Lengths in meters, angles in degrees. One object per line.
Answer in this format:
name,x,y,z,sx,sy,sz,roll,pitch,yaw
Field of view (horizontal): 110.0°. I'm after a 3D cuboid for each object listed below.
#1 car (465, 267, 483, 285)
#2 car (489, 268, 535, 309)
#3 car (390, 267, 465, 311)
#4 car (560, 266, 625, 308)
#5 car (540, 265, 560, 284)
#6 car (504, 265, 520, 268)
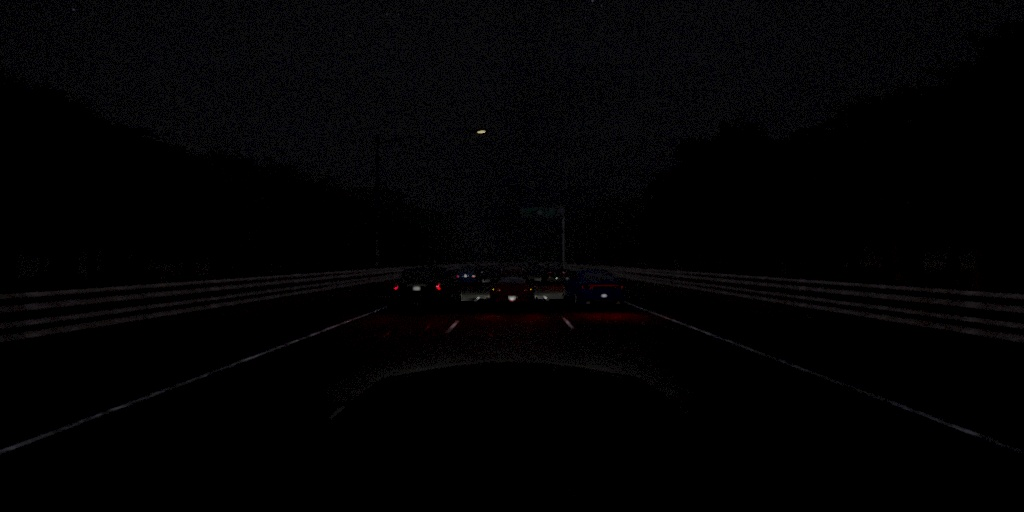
car,-3.492,1.587,29.382,2.033,1.411,5.357,0,-1,0
car,0.022,1.418,15.759,1.812,1.442,4.674,0,0,0
car,-3.482,1.239,15.280,2.097,1.767,4.553,0,-1,0
car,3.524,1.373,16.095,1.882,1.535,5.008,0,0,0
car,3.518,1.542,30.360,2.128,1.511,4.902,0,0,0
car,0.025,1.535,31.117,1.882,1.535,5.008,0,0,1
